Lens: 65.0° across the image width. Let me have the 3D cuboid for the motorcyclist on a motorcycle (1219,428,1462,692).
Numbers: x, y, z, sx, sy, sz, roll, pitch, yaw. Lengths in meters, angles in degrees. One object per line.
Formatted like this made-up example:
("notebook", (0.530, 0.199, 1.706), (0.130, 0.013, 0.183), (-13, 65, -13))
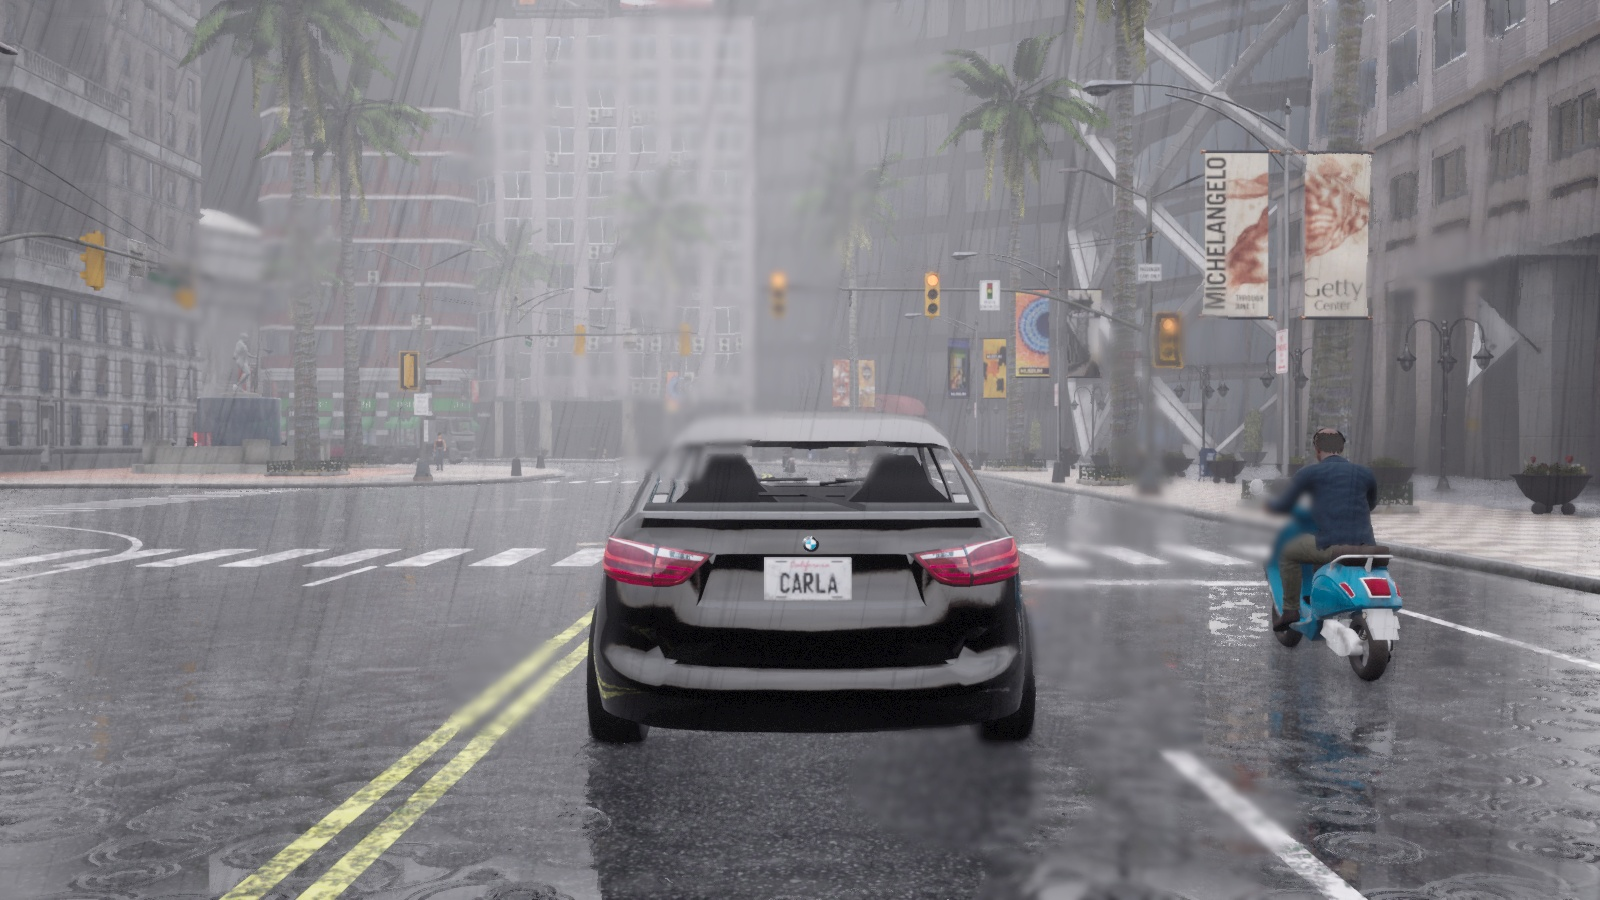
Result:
("motorcyclist on a motorcycle", (3.552, 0.655, 8.461), (0.866, 1.590, 1.817), (0, 0, 1))

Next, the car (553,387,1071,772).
("car", (0.062, 0.547, 7.745), (2.242, 1.667, 4.611), (0, 0, 0))

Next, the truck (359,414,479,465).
("truck", (-26.828, -0.756, 88.359), (7.936, 3.462, 2.891), (0, 0, 20))

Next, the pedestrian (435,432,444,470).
("pedestrian", (-17.351, 0.048, 60.425), (0.345, 1.836, 0.594), (0, 0, -8))

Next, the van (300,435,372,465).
("van", (-31.915, -0.014, 86.381), (4.442, 1.987, 1.775), (0, 0, 15))
